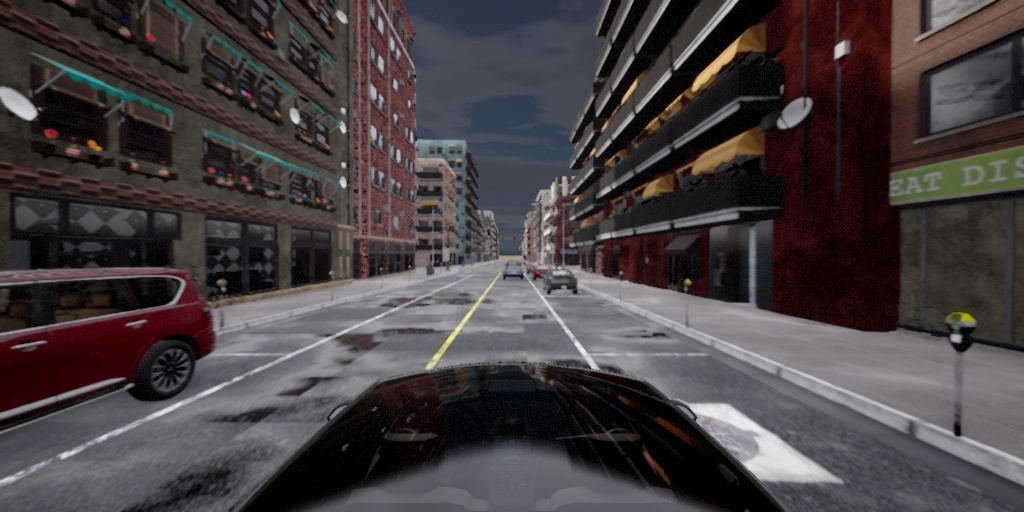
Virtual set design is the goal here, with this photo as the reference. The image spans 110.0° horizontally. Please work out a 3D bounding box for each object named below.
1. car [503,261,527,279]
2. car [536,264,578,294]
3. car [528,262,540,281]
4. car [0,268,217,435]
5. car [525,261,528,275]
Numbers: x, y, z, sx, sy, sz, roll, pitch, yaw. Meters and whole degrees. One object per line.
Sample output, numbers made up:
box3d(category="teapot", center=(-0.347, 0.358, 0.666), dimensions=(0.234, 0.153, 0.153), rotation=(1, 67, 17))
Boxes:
box3d(category="car", center=(0.118, 1.460, 34.487), dimensions=(1.994, 1.385, 4.181), rotation=(0, 0, 0))
box3d(category="car", center=(2.699, 1.384, 20.706), dimensions=(2.007, 1.370, 4.403), rotation=(0, 0, 0))
box3d(category="car", center=(2.705, 1.430, 32.076), dimensions=(1.888, 1.381, 4.507), rotation=(0, 0, 0))
box3d(category="car", center=(-5.691, 1.074, 3.661), dimensions=(2.192, 1.841, 5.009), rotation=(0, 0, 0))
box3d(category="car", center=(2.710, 1.379, 43.445), dimensions=(1.967, 1.591, 4.097), rotation=(0, 0, 0))
